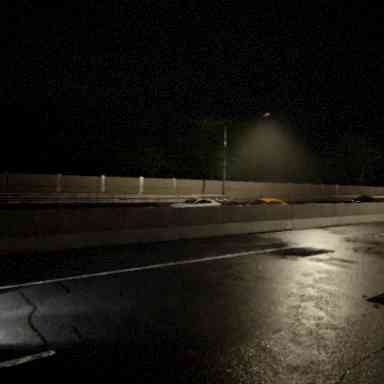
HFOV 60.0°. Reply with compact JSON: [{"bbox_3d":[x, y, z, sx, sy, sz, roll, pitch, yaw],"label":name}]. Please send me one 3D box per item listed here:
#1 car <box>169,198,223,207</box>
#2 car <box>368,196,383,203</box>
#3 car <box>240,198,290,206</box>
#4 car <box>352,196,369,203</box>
[{"bbox_3d":[0.357,1.172,25.481,4.674,1.442,1.812,1,1,-35],"label":"car"},{"bbox_3d":[29.478,1.515,50.831,4.718,1.301,1.895,1,1,-35],"label":"car"},{"bbox_3d":[5.430,1.235,24.788,5.008,1.535,1.882,1,1,-35],"label":"car"},{"bbox_3d":[27.920,1.348,54.012,4.892,1.490,1.837,0,1,-35],"label":"car"}]
